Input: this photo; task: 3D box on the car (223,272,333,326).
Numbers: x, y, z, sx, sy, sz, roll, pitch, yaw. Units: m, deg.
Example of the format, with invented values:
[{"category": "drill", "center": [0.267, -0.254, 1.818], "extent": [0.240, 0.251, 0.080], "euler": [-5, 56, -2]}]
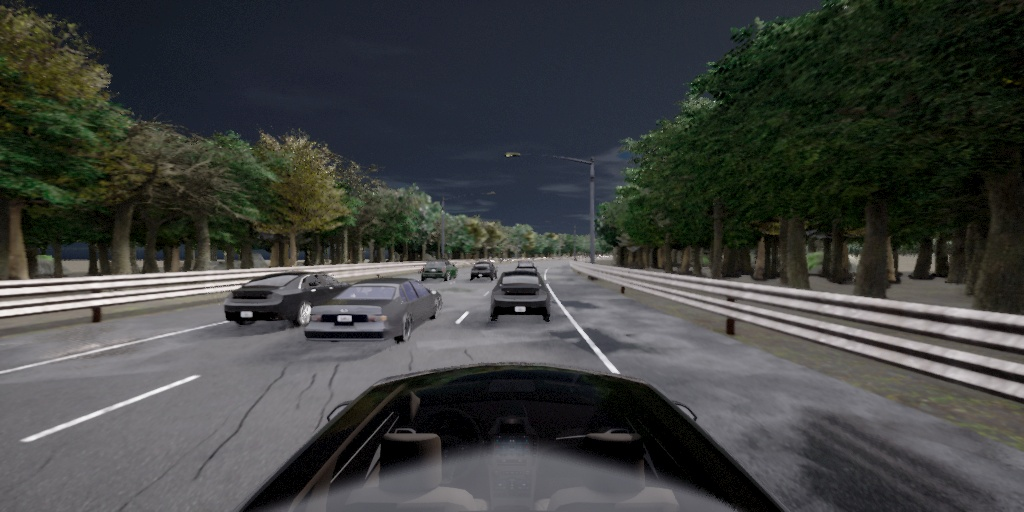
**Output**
[{"category": "car", "center": [-6.727, 1.251, 11.585], "extent": [1.837, 1.490, 4.892], "euler": [0, 0, 1]}]

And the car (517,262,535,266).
[{"category": "car", "center": [1.246, 1.256, 30.754], "extent": [2.128, 1.511, 4.902], "euler": [0, 0, 4]}]

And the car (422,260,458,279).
[{"category": "car", "center": [-5.859, 1.109, 29.498], "extent": [2.097, 1.767, 4.553], "euler": [0, 0, 4]}]

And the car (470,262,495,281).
[{"category": "car", "center": [-2.295, 1.266, 30.374], "extent": [1.837, 1.490, 4.892], "euler": [0, 0, 4]}]

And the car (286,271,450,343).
[{"category": "car", "center": [-3.290, 1.297, 9.670], "extent": [2.033, 1.411, 5.357], "euler": [0, 0, 1]}]

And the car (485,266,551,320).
[{"category": "car", "center": [0.310, 1.259, 12.553], "extent": [1.837, 1.490, 4.892], "euler": [0, 0, 2]}]
